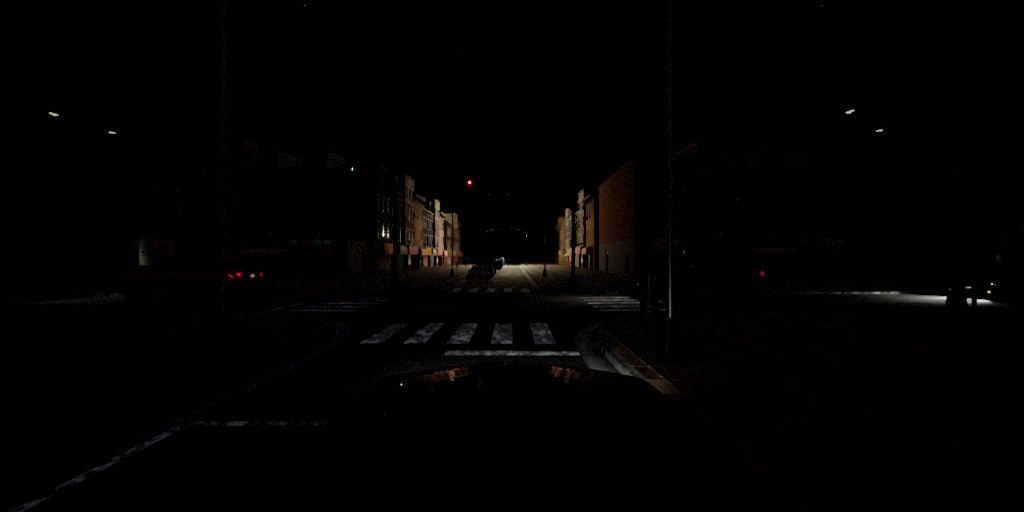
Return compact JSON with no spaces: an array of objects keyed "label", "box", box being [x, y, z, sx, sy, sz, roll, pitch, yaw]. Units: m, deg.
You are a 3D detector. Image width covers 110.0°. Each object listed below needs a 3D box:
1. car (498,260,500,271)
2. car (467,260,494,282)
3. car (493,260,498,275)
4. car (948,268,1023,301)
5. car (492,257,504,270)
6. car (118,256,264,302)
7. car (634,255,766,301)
[{"label":"car","box":[-2.616,1.360,40.066,1.802,1.307,4.207,0,0,0]},{"label":"car","box":[-2.622,1.287,28.686,1.751,1.417,4.829,0,0,0]},{"label":"car","box":[-2.619,1.314,34.461,1.888,1.381,4.507,0,0,0]},{"label":"car","box":[23.152,1.277,16.637,4.181,1.385,1.994,0,0,0]},{"label":"car","box":[-2.610,1.240,51.276,1.967,1.591,4.097,0,0,0]},{"label":"car","box":[-14.754,1.009,16.718,5.566,2.045,2.150,0,0,0]},{"label":"car","box":[8.627,0.963,16.669,5.566,2.045,2.150,0,0,0]}]
